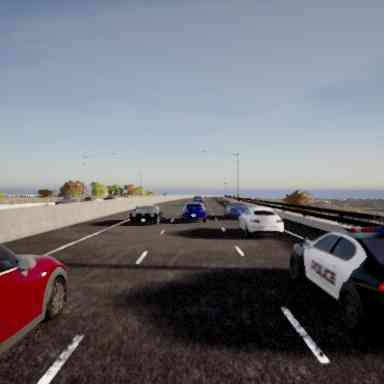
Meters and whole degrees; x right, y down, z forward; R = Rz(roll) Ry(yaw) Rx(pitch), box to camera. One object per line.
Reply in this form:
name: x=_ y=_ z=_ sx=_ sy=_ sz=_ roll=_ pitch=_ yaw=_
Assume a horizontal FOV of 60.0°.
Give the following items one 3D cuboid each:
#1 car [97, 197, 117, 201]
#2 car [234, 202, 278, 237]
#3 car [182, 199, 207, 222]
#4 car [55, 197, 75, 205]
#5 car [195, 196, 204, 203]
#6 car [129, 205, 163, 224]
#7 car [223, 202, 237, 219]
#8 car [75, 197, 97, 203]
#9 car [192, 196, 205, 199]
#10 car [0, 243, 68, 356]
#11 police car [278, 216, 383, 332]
car: x=-13.148 y=1.499 z=53.612 sx=1.882 sy=1.535 sz=5.008 roll=0 pitch=0 yaw=2
car: x=3.601 y=1.512 z=17.882 sx=1.812 sy=1.442 sz=4.674 roll=0 pitch=0 yaw=1
car: x=0.169 y=1.509 z=26.193 sx=1.812 sy=1.442 sz=4.674 roll=0 pitch=0 yaw=1
car: x=-20.144 y=1.565 z=53.831 sx=2.033 sy=1.411 sz=5.357 roll=0 pitch=0 yaw=2
car: x=1.627 y=1.646 z=74.038 sx=1.895 sy=1.301 sz=4.718 roll=0 pitch=0 yaw=3
car: x=-3.210 y=1.583 z=24.352 sx=1.895 sy=1.301 sz=4.718 roll=0 pitch=0 yaw=1
car: x=3.754 y=1.533 z=28.804 sx=2.033 sy=1.411 sz=5.357 roll=0 pitch=0 yaw=1
car: x=-16.646 y=1.545 z=53.722 sx=1.812 sy=1.442 sz=4.674 roll=0 pitch=0 yaw=2
car: x=1.004 y=1.362 z=54.995 sx=2.097 sy=1.767 sz=4.553 roll=0 pitch=0 yaw=2
car: x=-3.383 y=1.346 z=4.416 sx=2.097 sy=1.767 sz=4.553 roll=0 pitch=0 yaw=0
police car: x=3.516 y=1.499 z=6.960 sx=2.038 sy=1.542 sz=4.974 roll=0 pitch=0 yaw=0
